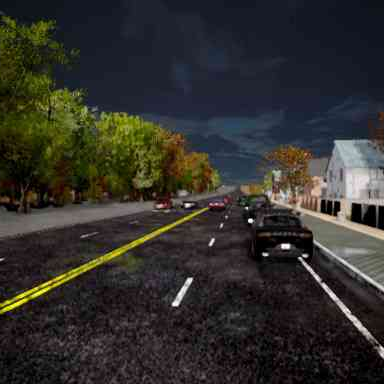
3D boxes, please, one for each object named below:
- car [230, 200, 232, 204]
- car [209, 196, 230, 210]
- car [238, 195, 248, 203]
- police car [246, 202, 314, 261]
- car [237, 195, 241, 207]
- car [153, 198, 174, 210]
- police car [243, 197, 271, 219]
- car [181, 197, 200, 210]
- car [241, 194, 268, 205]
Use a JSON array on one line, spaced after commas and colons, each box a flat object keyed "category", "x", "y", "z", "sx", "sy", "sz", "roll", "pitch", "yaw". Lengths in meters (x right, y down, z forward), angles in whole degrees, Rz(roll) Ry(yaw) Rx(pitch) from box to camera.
[{"category": "car", "x": 5.805, "y": 1.403, "z": 58.207, "sx": 1.812, "sy": 1.442, "sz": 4.674, "roll": 0, "pitch": 0, "yaw": 9}, {"category": "car", "x": 3.198, "y": 1.474, "z": 40.675, "sx": 2.033, "sy": 1.411, "sz": 5.357, "roll": 0, "pitch": 0, "yaw": 8}, {"category": "car", "x": 9.952, "y": 1.335, "z": 64.659, "sx": 1.882, "sy": 1.535, "sz": 5.008, "roll": 0, "pitch": 0, "yaw": 8}, {"category": "police car", "x": 3.165, "y": 1.407, "z": 12.449, "sx": 1.930, "sy": 1.638, "sz": 5.238, "roll": 0, "pitch": 0, "yaw": 8}, {"category": "car", "x": 7.886, "y": 1.404, "z": 50.458, "sx": 1.837, "sy": 1.490, "sz": 4.892, "roll": 0, "pitch": 0, "yaw": 9}, {"category": "car", "x": -3.466, "y": 1.452, "z": 41.375, "sx": 1.812, "sy": 1.442, "sz": 4.674, "roll": 0, "pitch": 0, "yaw": 9}, {"category": "police car", "x": 4.638, "y": 1.391, "z": 22.340, "sx": 1.930, "sy": 1.638, "sz": 5.238, "roll": 0, "pitch": 0, "yaw": 8}, {"category": "car", "x": -0.172, "y": 1.417, "z": 41.433, "sx": 2.128, "sy": 1.511, "sz": 4.902, "roll": 0, "pitch": 0, "yaw": 9}, {"category": "car", "x": 5.510, "y": 1.178, "z": 28.194, "sx": 2.150, "sy": 2.045, "sz": 5.566, "roll": 0, "pitch": 0, "yaw": 8}]
